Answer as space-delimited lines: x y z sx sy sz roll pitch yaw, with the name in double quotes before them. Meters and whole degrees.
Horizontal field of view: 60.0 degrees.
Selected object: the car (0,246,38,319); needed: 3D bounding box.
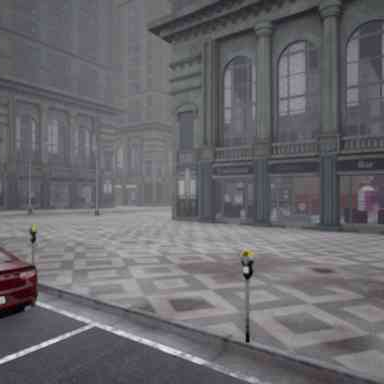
"car" -4.765 1.528 6.362 4.507 1.381 1.887 0 0 35
